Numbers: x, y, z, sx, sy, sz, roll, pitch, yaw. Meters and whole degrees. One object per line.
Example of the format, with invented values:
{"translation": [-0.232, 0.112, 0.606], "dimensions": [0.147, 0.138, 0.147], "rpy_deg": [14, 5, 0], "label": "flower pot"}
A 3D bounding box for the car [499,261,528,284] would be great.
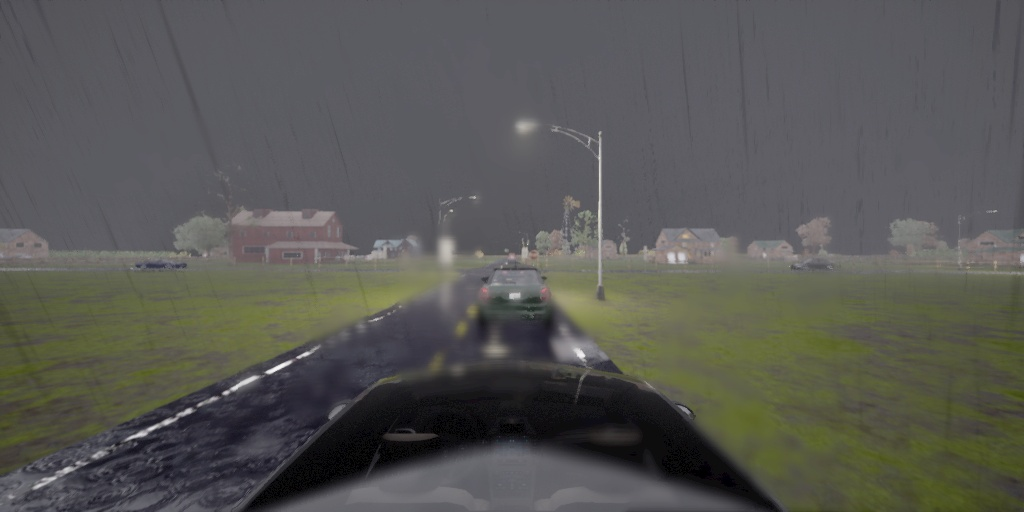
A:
{"translation": [0.106, 1.160, 27.159], "dimensions": [2.033, 1.411, 5.357], "rpy_deg": [0, 0, 0], "label": "car"}

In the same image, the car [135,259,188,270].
{"translation": [-41.120, 1.023, 42.179], "dimensions": [4.718, 1.301, 1.895], "rpy_deg": [0, 0, 1], "label": "car"}

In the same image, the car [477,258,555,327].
{"translation": [0.102, 1.050, 11.384], "dimensions": [2.097, 1.767, 4.553], "rpy_deg": [0, 0, 0], "label": "car"}

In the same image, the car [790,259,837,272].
{"translation": [37.315, 1.162, 44.463], "dimensions": [4.892, 1.490, 1.837], "rpy_deg": [0, 0, 1], "label": "car"}
